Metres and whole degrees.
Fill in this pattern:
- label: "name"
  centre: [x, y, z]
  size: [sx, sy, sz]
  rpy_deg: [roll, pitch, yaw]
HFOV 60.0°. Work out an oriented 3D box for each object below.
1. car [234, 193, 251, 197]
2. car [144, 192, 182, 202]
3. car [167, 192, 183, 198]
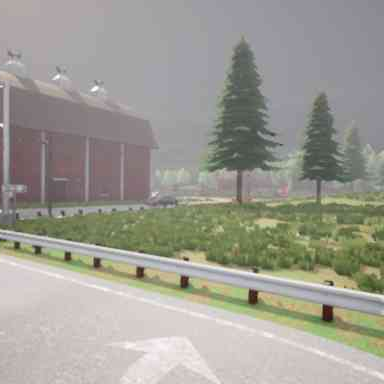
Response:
- label: "car"
  centre: [8.359, 1.021, 56.448]
  size: [2.097, 1.767, 4.553]
  rpy_deg: [1, 1, 37]
- label: "car"
  centre: [-3.753, 1.147, 40.256]
  size: [1.837, 1.490, 4.892]
  rpy_deg: [1, 1, 37]
- label: "car"
  centre: [-4.296, 0.759, 85.486]
  size: [1.816, 1.474, 4.193]
  rpy_deg: [1, 1, 36]
